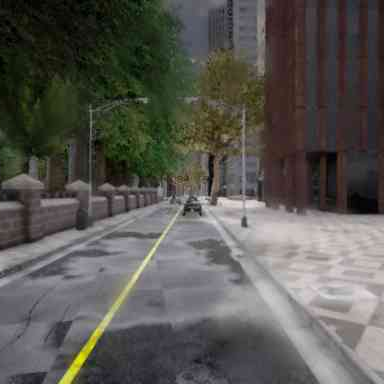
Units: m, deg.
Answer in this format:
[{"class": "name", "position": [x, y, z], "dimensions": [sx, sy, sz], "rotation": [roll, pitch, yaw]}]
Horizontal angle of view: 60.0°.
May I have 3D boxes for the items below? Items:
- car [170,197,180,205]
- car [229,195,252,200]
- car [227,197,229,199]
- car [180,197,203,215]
[{"class": "car", "position": [-2.990, 1.580, 60.353], "dimensions": [1.812, 1.442, 4.674], "rotation": [0, 0, 1]}, {"class": "car", "position": [12.405, 1.441, 82.659], "dimensions": [4.829, 1.417, 1.752], "rotation": [-1, 1, 0]}, {"class": "car", "position": [12.093, 1.447, 91.185], "dimensions": [4.829, 1.417, 1.752], "rotation": [-1, 1, 0]}, {"class": "car", "position": [0.070, 1.520, 33.766], "dimensions": [1.837, 1.490, 4.892], "rotation": [0, 0, 1]}]
